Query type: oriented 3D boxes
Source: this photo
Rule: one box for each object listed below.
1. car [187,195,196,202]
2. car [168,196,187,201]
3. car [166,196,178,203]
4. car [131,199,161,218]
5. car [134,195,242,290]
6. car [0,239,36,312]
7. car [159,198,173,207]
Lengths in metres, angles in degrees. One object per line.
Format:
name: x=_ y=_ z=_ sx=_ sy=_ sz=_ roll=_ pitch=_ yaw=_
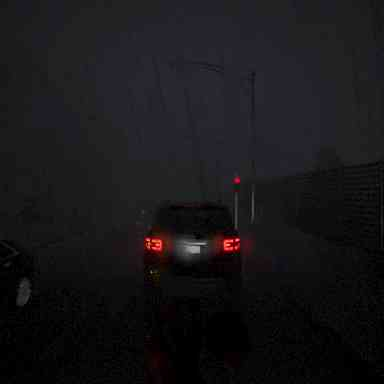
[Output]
car: x=-0.107 y=1.478 z=77.586 sx=1.882 sy=1.535 sz=5.008 roll=0 pitch=0 yaw=-4
car: x=-3.815 y=1.595 z=87.275 sx=4.718 sy=1.301 sz=1.895 roll=0 pitch=0 yaw=40
car: x=-4.090 y=1.548 z=68.990 sx=2.033 sy=1.411 sz=5.357 roll=0 pitch=0 yaw=0
car: x=-4.140 y=1.491 z=30.645 sx=2.128 sy=1.511 sz=4.902 roll=0 pitch=0 yaw=0
car: x=0.032 y=1.221 z=9.199 sx=2.150 sy=2.045 sz=5.566 roll=0 pitch=0 yaw=0
car: x=-4.107 y=1.505 z=4.938 sx=1.837 sy=1.490 sz=4.892 roll=0 pitch=0 yaw=0
car: x=-4.160 y=1.600 z=53.631 sx=1.895 sy=1.301 sz=4.718 roll=0 pitch=0 yaw=0
